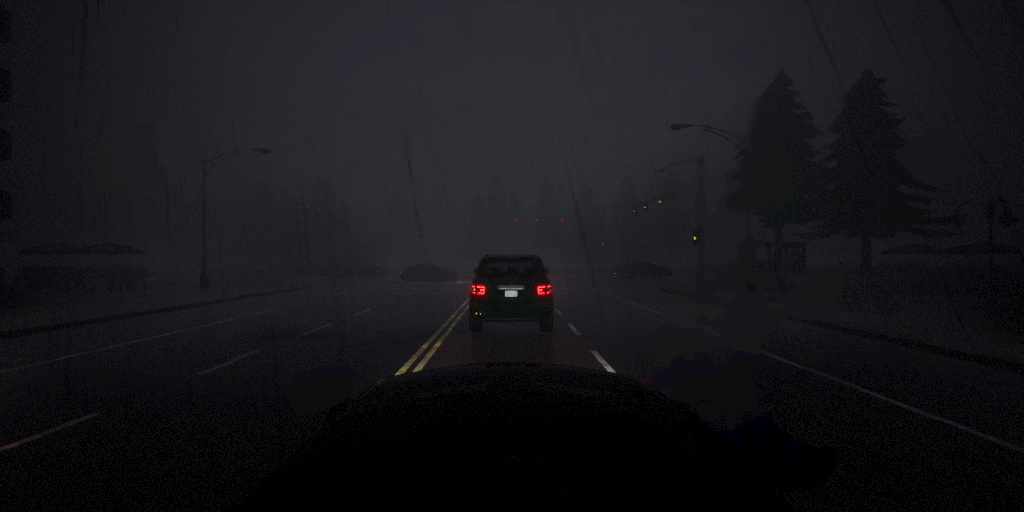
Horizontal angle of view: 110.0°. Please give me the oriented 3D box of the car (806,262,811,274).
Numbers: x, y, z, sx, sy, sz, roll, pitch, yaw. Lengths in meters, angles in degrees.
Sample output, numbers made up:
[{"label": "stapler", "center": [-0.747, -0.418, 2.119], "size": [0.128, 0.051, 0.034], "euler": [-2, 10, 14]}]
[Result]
[{"label": "car", "center": [30.596, 1.295, 38.184], "size": [4.718, 1.301, 1.895], "euler": [0, 0, 1]}]

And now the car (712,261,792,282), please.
[{"label": "car", "center": [18.541, 1.172, 27.476], "size": [5.008, 1.535, 1.882], "euler": [0, 0, -1]}]

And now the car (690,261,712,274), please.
[{"label": "car", "center": [21.491, 1.220, 38.176], "size": [4.674, 1.442, 1.812], "euler": [0, 0, 0]}]

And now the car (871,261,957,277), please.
[{"label": "car", "center": [34.542, 1.199, 30.952], "size": [4.892, 1.490, 1.837], "euler": [0, 0, 2]}]

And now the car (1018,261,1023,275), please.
[{"label": "car", "center": [49.335, 1.199, 35.419], "size": [4.892, 1.490, 1.837], "euler": [0, 0, 20]}]

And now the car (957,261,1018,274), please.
[{"label": "car", "center": [42.803, 1.186, 33.619], "size": [4.902, 1.511, 2.128], "euler": [0, 0, 13]}]

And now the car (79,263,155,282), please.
[{"label": "car", "center": [-30.094, 1.295, 27.023], "size": [4.718, 1.301, 1.895], "euler": [0, 0, -1]}]

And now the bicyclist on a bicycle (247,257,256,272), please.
[{"label": "bicyclist on a bicycle", "center": [-30.106, 0.995, 41.533], "size": [0.582, 1.620, 1.656], "euler": [0, 0, -1]}]

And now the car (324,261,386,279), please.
[{"label": "car", "center": [-13.360, 1.176, 30.693], "size": [5.008, 1.535, 1.882], "euler": [0, 0, -1]}]

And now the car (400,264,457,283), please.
[{"label": "car", "center": [-6.304, 1.294, 27.253], "size": [4.181, 1.385, 1.994], "euler": [0, 0, -1]}]

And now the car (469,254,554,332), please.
[{"label": "car", "center": [-0.022, 0.971, 11.024], "size": [2.150, 2.045, 5.566], "euler": [0, 0, 0]}]

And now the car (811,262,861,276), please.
[{"label": "car", "center": [32.691, 1.242, 34.680], "size": [5.357, 1.411, 2.033], "euler": [0, 0, 1]}]

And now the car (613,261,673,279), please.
[{"label": "car", "center": [11.285, 1.203, 30.911], "size": [4.892, 1.490, 1.837], "euler": [0, 0, -1]}]
